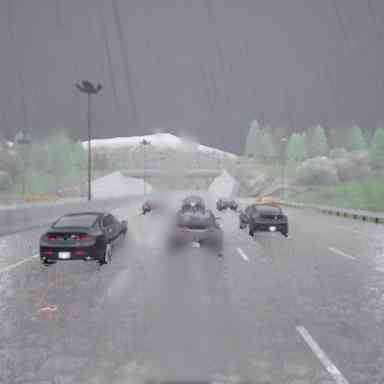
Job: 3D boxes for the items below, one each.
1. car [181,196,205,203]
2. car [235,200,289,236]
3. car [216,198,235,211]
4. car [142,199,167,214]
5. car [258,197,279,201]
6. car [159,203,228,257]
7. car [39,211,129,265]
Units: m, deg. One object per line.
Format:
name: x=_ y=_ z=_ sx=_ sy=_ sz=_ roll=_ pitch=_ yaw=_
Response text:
car: x=0.096 y=1.102 z=30.419 sx=2.097 sy=1.767 sz=4.553 roll=0 pitch=0 yaw=0
car: x=3.600 y=1.362 z=17.293 sx=1.837 sy=1.490 sz=4.892 roll=0 pitch=0 yaw=0
car: x=3.596 y=1.313 z=35.026 sx=1.895 sy=1.301 sz=4.718 roll=0 pitch=0 yaw=0
car: x=-3.404 y=1.346 z=31.033 sx=1.895 sy=1.301 sz=4.718 roll=0 pitch=0 yaw=0
car: x=7.095 y=1.220 z=31.367 sx=1.882 sy=1.535 sz=5.008 roll=0 pitch=0 yaw=0
car: x=0.099 y=1.388 z=12.537 sx=2.128 sy=1.511 sz=4.902 roll=0 pitch=0 yaw=0
car: x=-3.401 y=1.412 z=11.268 sx=1.837 sy=1.490 sz=4.892 roll=0 pitch=0 yaw=0
